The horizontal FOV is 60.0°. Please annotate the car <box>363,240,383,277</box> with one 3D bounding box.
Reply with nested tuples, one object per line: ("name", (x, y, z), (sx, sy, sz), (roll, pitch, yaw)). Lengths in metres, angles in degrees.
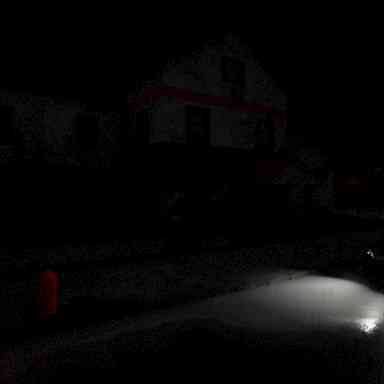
("car", (6.612, 1.543, 9.116), (4.674, 1.442, 1.812), (0, 0, -34))
